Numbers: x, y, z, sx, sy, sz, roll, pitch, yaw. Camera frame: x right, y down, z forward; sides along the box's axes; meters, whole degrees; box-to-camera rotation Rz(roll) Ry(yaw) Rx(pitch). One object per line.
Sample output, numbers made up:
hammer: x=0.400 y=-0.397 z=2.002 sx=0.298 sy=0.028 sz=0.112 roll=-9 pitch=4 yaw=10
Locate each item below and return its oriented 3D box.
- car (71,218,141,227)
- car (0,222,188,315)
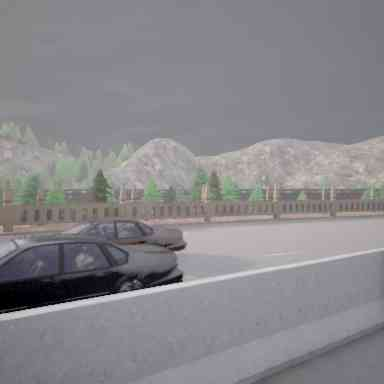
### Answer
car: x=-2.761 y=1.547 z=10.400 sx=5.357 sy=1.411 sz=2.033 roll=0 pitch=0 yaw=-33
car: x=-2.750 y=1.547 z=6.221 sx=5.357 sy=1.411 sz=2.033 roll=0 pitch=0 yaw=-34
